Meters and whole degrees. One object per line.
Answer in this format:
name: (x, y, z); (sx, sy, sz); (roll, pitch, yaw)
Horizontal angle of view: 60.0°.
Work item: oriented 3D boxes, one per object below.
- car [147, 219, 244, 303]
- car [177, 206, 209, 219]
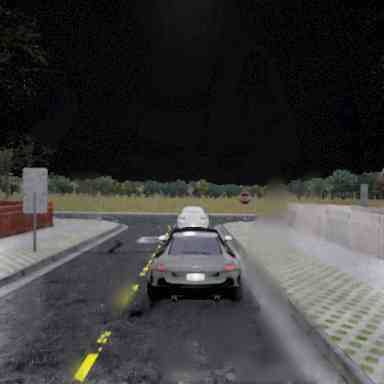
car: (0.080, 1.593, 8.327); (1.994, 1.385, 4.181); (0, 0, 0)
car: (0.066, 1.601, 20.511); (1.812, 1.442, 4.674); (0, 0, 0)
